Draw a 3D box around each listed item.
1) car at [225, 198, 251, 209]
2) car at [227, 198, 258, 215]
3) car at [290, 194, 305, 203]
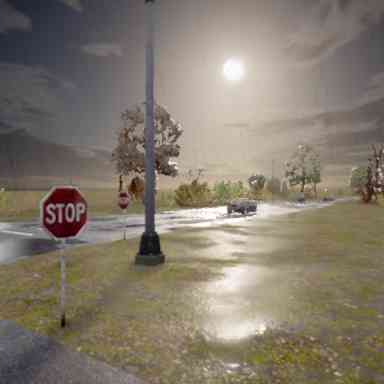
[{"bbox_3d":[7.014,1.678,50.415,1.882,1.535,5.008,0,0,34],"label":"car"},{"bbox_3d":[5.445,1.650,35.432,1.837,1.490,4.892,0,0,34],"label":"car"},{"bbox_3d":[24.158,1.471,76.108,2.150,2.045,5.566,0,0,34],"label":"car"}]
